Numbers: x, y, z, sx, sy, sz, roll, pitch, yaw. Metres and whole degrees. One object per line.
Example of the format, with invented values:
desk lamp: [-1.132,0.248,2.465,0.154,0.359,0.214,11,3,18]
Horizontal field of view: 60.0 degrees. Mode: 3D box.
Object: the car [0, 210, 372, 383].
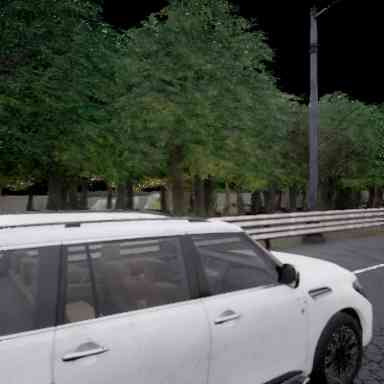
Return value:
car: [-0.399,1.219,3.462,5.566,2.045,2.150,0,0,-36]
